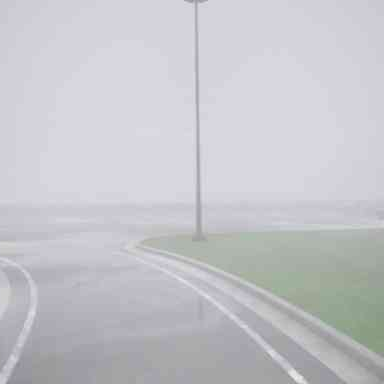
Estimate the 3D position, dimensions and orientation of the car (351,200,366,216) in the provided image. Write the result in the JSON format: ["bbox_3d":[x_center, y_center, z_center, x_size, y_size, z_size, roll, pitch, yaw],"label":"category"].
[{"bbox_3d":[17.521,1.448,30.069,4.902,1.511,2.128,-1,0,-7],"label":"car"}]

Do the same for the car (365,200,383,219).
[{"bbox_3d":[17.152,1.488,26.499,5.357,1.411,2.033,-1,0,-7],"label":"car"}]

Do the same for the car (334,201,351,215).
[{"bbox_3d":[16.682,1.513,33.490,4.674,1.442,1.812,-1,0,-7],"label":"car"}]
